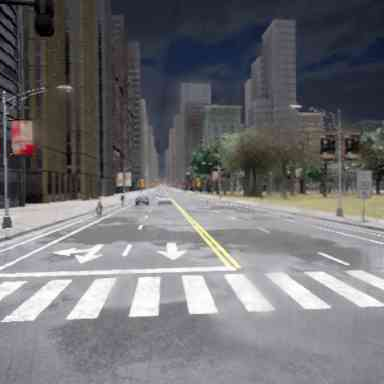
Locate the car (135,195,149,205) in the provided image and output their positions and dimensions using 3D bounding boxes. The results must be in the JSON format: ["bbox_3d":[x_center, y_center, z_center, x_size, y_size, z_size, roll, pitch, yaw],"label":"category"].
[{"bbox_3d":[-7.312,1.168,48.795,2.033,1.411,5.357,-1,0,-5],"label":"car"}]

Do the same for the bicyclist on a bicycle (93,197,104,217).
[{"bbox_3d":[-7.521,1.216,27.012,0.866,1.612,1.509,-1,0,-5],"label":"bicyclist on a bicycle"}]

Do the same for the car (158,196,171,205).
[{"bbox_3d":[-4.073,1.188,49.058,1.895,1.301,4.718,-1,0,-5],"label":"car"}]

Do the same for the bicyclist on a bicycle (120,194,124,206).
[{"bbox_3d":[-9.092,1.131,43.470,0.582,1.620,1.656,-1,1,-5],"label":"bicyclist on a bicycle"}]
